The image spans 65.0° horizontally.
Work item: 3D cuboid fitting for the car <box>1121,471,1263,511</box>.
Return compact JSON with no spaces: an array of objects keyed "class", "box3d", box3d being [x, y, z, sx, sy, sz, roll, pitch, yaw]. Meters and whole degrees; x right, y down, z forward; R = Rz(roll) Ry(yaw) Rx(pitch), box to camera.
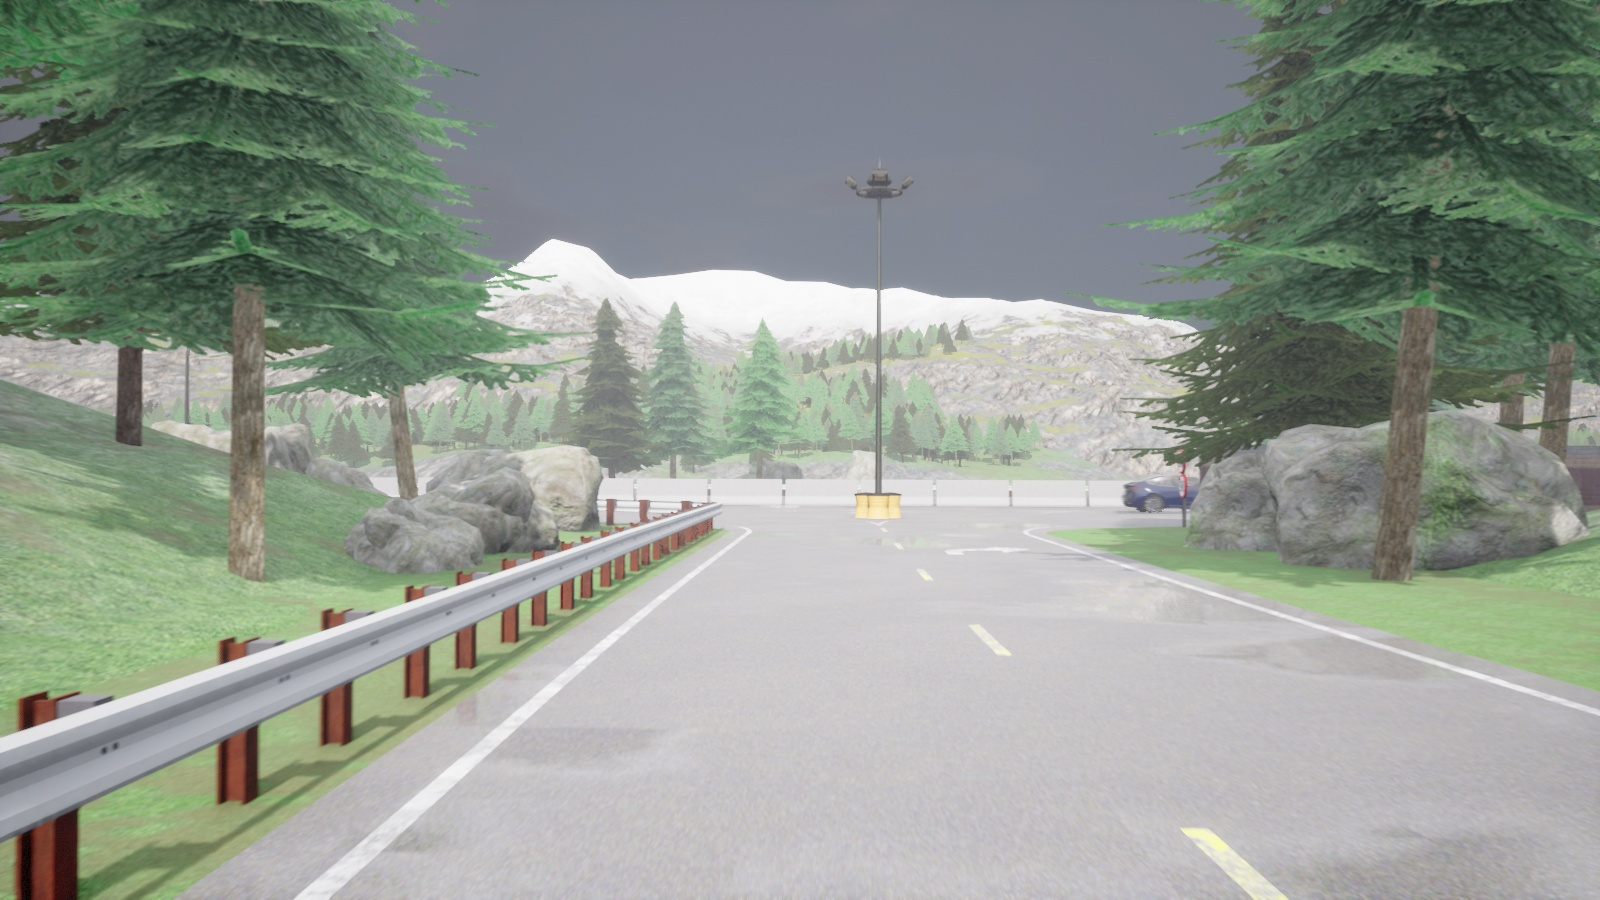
[{"class":"car","box3d":[15.012,1.567,48.315,4.792,1.488,2.163,0,-1,3]}]
